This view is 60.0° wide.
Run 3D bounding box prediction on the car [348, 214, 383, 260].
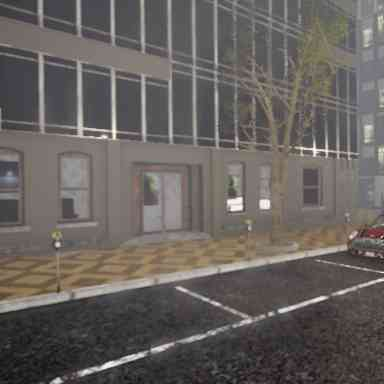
[{"bbox_3d":[7.313,1.471,11.793,4.097,1.590,1.967,0,-1,-35],"label":"car"}]
